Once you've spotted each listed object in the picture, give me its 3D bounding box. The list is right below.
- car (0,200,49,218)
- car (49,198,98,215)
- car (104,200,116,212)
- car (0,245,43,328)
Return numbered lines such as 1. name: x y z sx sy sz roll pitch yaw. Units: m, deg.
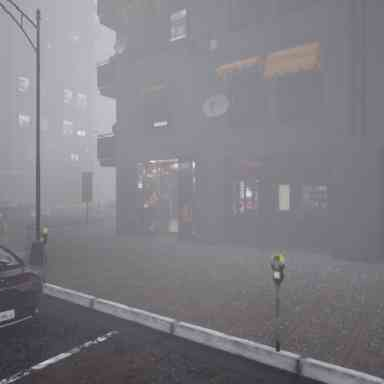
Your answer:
1. car: -14.033 1.350 26.064 2.008 1.369 4.403 1 1 35
2. car: -10.944 1.250 30.490 1.752 1.417 4.829 1 1 35
3. car: -6.374 1.016 32.530 2.097 1.767 4.553 0 1 35
4. car: -4.465 1.551 6.056 4.403 1.369 2.008 0 0 35
